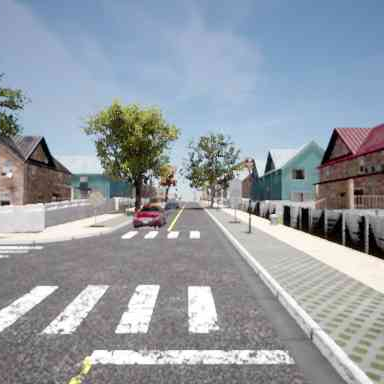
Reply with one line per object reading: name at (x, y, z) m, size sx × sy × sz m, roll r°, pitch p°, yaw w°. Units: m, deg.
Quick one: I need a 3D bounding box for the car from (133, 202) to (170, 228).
car at (-2.861, 1.647, 23.364) m, size 1.812 × 1.442 × 4.674 m, roll 0°, pitch 0°, yaw 2°

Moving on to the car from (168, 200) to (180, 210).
car at (-2.840, 1.875, 48.914) m, size 1.994 × 1.385 × 4.181 m, roll 0°, pitch -1°, yaw 0°
